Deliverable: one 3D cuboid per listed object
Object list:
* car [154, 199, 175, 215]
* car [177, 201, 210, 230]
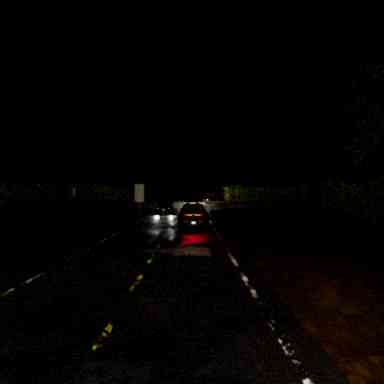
[{"bbox_3d":[-2.779,1.524,34.894,1.837,1.490,4.892,0,-1,0],"label":"car"},{"bbox_3d":[0.090,1.509,20.976,1.837,1.490,4.892,0,-1,0],"label":"car"}]
